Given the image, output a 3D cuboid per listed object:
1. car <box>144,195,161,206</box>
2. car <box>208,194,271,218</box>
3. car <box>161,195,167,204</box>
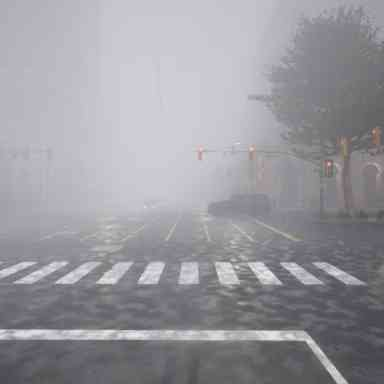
[{"bbox_3d":[-6.759,1.476,55.190,1.882,1.535,5.008,0,0,1],"label":"car"},{"bbox_3d":[4.166,1.222,29.373,5.566,2.045,2.150,0,0,1],"label":"car"},{"bbox_3d":[-6.674,1.350,64.256,2.097,1.767,4.553,0,0,1],"label":"car"}]
